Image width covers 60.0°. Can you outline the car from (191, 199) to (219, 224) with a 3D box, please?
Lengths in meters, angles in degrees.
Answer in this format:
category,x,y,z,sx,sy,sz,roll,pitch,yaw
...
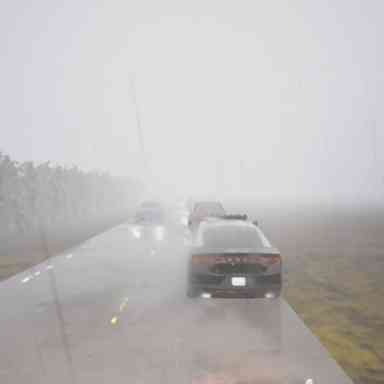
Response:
category,x,y,z,sx,sy,sz,roll,pitch,yaw
car,0.831,1.341,24.357,1.837,1.490,4.892,0,0,0

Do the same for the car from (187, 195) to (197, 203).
category,x,y,z,sx,sy,sz,roll,pitch,yaw
car,0.017,1.253,63.427,1.994,1.385,4.181,0,0,0

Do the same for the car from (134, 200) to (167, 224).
category,x,y,z,sx,sy,sz,roll,pitch,yaw
car,-2.844,1.345,23.376,1.837,1.490,4.892,0,0,0

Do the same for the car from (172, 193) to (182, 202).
category,x,y,z,sx,sy,sz,roll,pitch,yaw
car,-2.759,1.040,64.491,2.097,1.767,4.553,0,0,0

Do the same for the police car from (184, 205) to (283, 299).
category,x,y,z,sx,sy,sz,roll,pitch,yaw
police car,0.827,1.359,8.465,1.930,1.638,5.238,0,0,0

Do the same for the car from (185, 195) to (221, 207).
category,x,y,z,sx,sy,sz,roll,pitch,yaw
car,0.829,1.220,18.327,2.097,1.767,4.553,0,0,0
